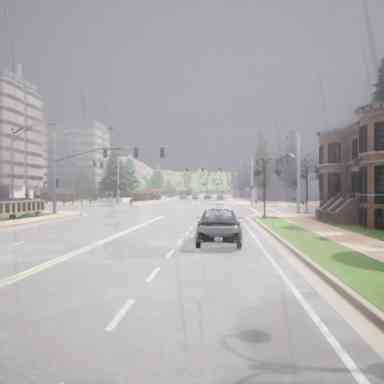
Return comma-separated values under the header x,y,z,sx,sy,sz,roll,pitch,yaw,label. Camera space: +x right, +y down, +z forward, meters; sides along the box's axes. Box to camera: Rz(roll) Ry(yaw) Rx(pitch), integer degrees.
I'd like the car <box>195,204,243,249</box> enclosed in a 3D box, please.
x,y,z,sx,sy,sz,roll,pitch,yaw,label
1.166,1.493,14.453,2.128,1.511,4.902,0,0,5,car

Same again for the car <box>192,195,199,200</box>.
x,y,z,sx,sy,sz,roll,pitch,yaw,label
0.942,1.588,94.322,1.895,1.301,4.718,0,0,5,car

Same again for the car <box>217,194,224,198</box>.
x,y,z,sx,sy,sz,roll,pitch,yaw,label
7.574,1.375,89.698,1.882,1.535,5.008,0,0,5,car

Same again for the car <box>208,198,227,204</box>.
x,y,z,sx,sy,sz,roll,pitch,yaw,label
2.438,1.531,29.399,1.812,1.442,4.674,0,0,5,car

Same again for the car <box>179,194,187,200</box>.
x,y,z,sx,sy,sz,roll,pitch,yaw,label
-2.540,1.348,94.678,2.097,1.767,4.553,0,0,5,car

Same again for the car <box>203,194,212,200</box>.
x,y,z,sx,sy,sz,roll,pitch,yaw,label
4.086,1.397,89.995,1.837,1.490,4.892,0,0,5,car
